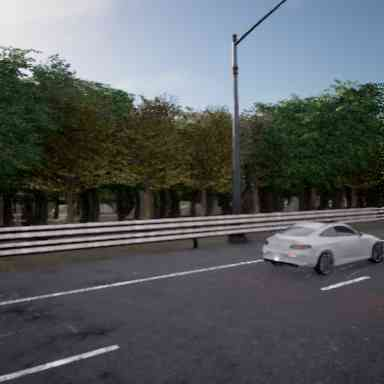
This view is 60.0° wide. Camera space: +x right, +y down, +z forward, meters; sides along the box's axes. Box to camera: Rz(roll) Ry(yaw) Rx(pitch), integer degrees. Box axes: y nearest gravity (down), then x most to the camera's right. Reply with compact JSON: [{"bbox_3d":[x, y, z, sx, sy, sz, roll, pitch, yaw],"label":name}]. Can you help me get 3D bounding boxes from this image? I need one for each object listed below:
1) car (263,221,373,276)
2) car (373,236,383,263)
[{"bbox_3d":[4.334,1.663,10.838,4.674,1.442,1.812,0,-1,-34],"label":"car"},{"bbox_3d":[6.860,1.541,8.325,5.008,1.535,1.882,0,-1,-34],"label":"car"}]
